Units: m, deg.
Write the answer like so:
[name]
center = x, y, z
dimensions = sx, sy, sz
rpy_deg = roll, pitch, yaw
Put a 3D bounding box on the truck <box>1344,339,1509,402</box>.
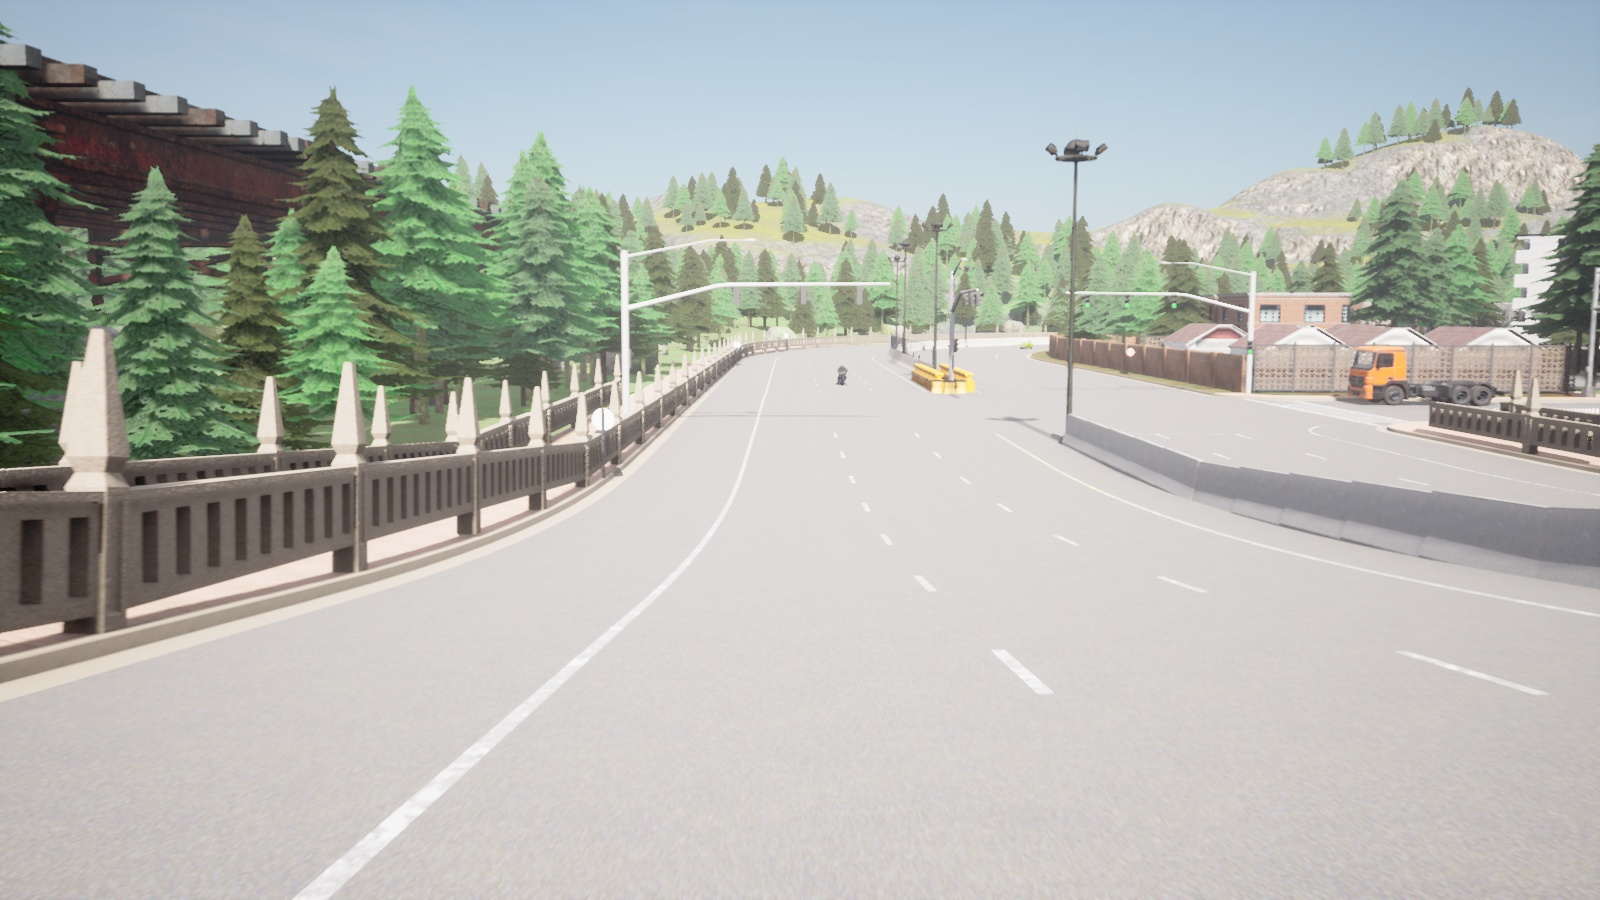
[truck]
center = 36.336, -4.659, 73.073
dimensions = 7.936, 3.462, 2.891
rpy_deg = 0, 6, 1
